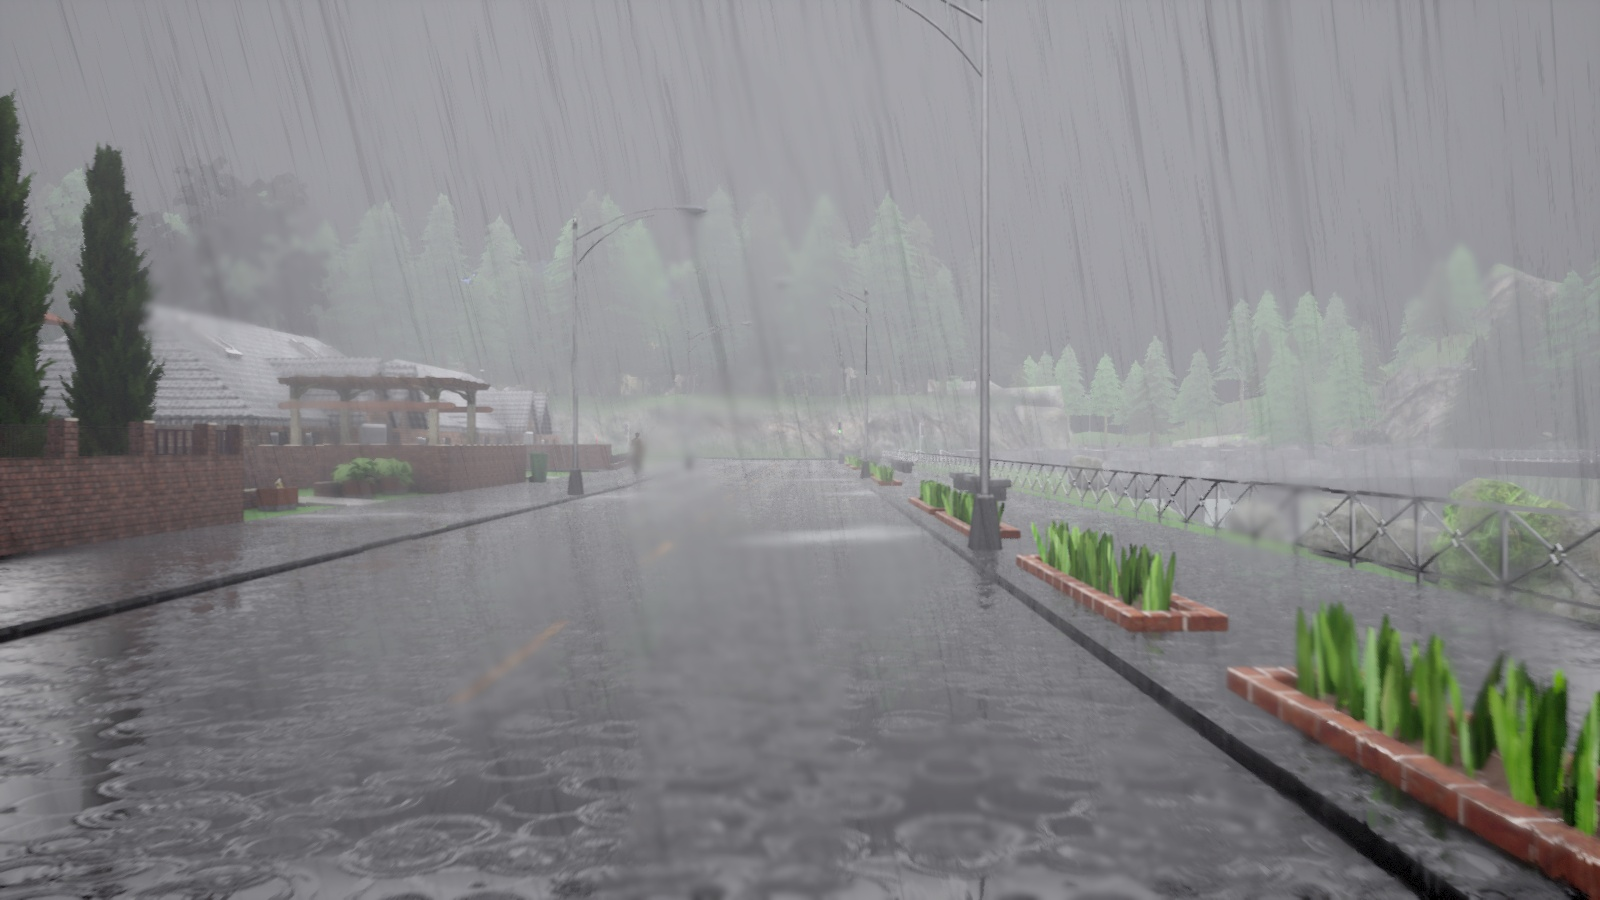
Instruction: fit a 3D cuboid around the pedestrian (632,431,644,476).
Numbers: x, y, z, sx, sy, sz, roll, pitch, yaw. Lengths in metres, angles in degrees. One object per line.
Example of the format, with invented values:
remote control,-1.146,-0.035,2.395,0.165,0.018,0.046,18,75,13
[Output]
pedestrian,-6.920,0.148,53.705,0.396,1.930,0.692,0,0,1
